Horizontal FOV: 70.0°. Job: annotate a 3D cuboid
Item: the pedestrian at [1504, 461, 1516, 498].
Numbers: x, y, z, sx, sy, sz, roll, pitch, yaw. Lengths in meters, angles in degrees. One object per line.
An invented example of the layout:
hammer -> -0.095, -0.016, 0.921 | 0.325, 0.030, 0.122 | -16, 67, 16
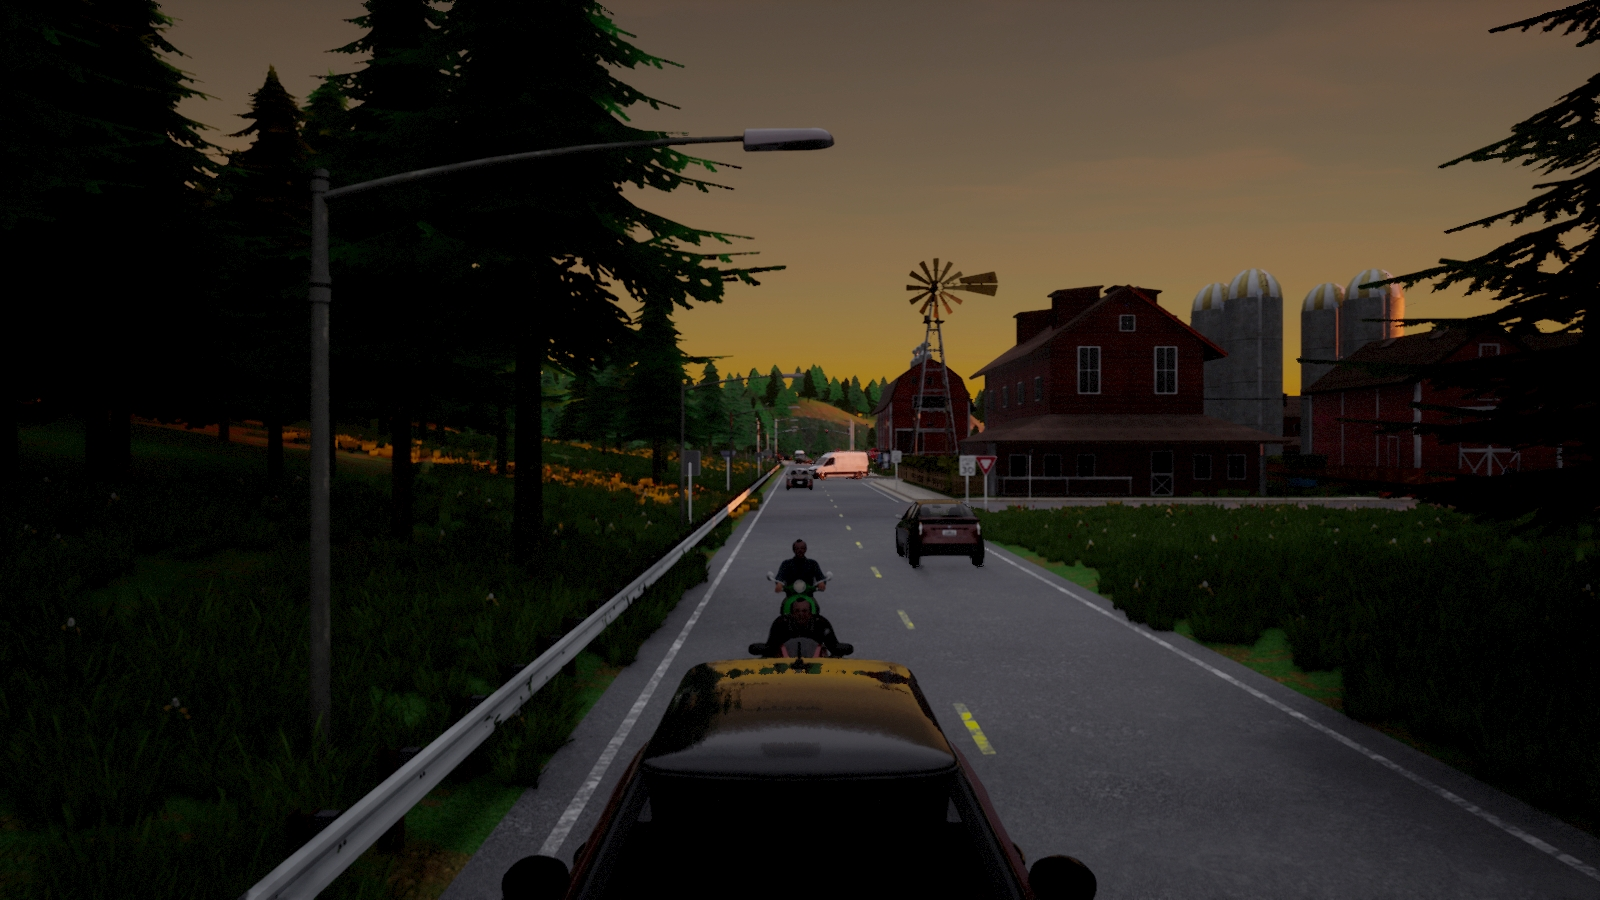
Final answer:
pedestrian -> 36.441, 1.519, 58.642 | 0.375, 1.860, 0.375 | 0, 0, -11

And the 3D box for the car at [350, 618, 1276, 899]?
car -> 0.028, 1.902, 4.627 | 2.097, 1.767, 4.553 | 0, 0, 0

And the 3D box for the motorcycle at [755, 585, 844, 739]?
motorcycle -> -0.005, 2.197, 12.244 | 0.867, 1.251, 2.209 | 0, 0, 0

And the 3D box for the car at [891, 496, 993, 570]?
car -> 3.487, 2.021, 28.803 | 2.007, 1.525, 4.514 | 0, 0, 0
